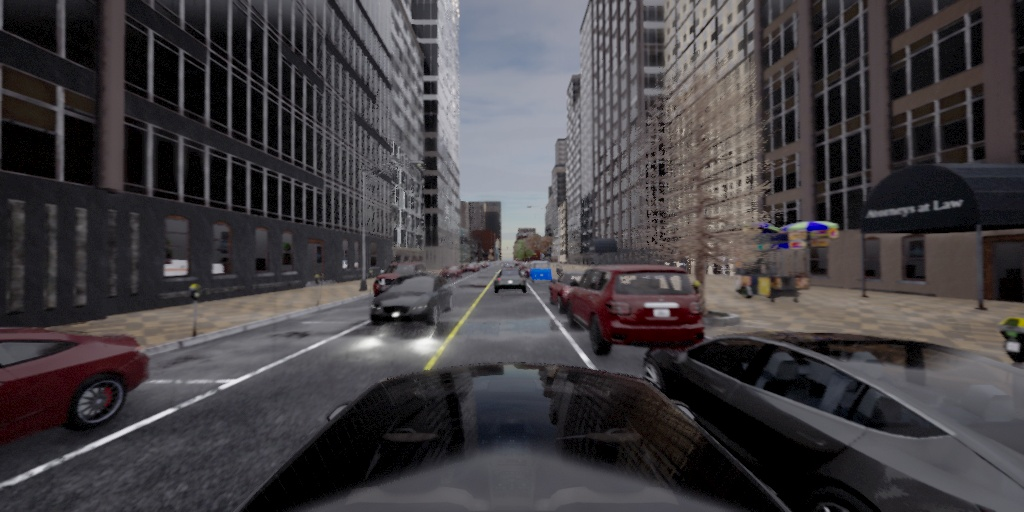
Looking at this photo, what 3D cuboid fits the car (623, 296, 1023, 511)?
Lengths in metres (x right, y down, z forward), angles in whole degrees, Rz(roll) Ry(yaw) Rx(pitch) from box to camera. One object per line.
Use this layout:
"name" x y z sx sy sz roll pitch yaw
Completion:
"car" 2.687 1.313 3.202 1.948 1.339 4.313 0 0 -1

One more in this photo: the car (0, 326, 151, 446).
"car" -5.693 1.378 3.114 1.802 1.307 4.207 0 0 -1

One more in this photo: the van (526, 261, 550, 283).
"van" 2.397 1.332 30.896 1.690 1.789 3.998 0 0 -1

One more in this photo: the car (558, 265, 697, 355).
"car" 2.629 1.111 8.741 2.192 1.841 5.009 0 0 -1

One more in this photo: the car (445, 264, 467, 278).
"car" -6.040 1.634 36.347 1.888 1.381 4.507 0 0 -1

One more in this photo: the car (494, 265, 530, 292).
"car" -0.115 1.501 22.959 1.994 1.385 4.181 0 0 -1

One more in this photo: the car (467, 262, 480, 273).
"car" -6.214 1.780 52.963 1.888 1.381 4.507 0 0 -1

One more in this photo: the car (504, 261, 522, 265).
"car" -0.316 1.598 42.011 2.128 1.511 4.902 0 0 -1

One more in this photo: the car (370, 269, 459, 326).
"car" -3.194 1.365 12.223 1.837 1.490 4.892 0 0 0

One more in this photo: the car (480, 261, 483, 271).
"car" -6.272 1.723 58.501 1.967 1.591 4.097 0 0 -1

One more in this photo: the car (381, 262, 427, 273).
"car" -5.867 1.257 19.730 2.192 1.841 5.009 0 0 -1

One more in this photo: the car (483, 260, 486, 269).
"car" -6.329 1.883 64.040 2.007 1.370 4.403 0 0 -1

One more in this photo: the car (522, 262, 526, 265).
"car" 2.339 1.480 36.435 1.967 1.591 4.097 0 0 -1

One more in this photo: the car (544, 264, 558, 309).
"car" 2.571 1.285 14.280 1.967 1.591 4.097 0 0 -1
